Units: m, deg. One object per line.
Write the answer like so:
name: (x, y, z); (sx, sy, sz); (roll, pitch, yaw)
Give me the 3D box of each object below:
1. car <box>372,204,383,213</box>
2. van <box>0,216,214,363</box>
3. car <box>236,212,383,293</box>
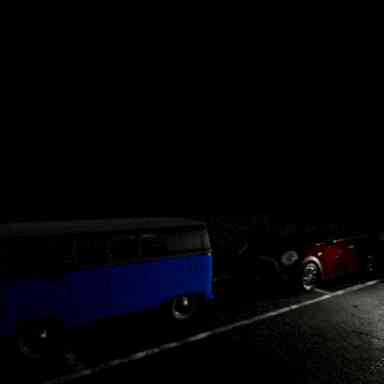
car: (7.672, 1.338, 12.131); (5.009, 1.841, 2.192); (0, 0, -36)
van: (-1.511, 1.344, 5.577); (3.998, 1.788, 1.690); (0, 0, -36)
car: (3.080, 1.453, 8.853); (4.097, 1.590, 1.967); (0, 0, -36)
